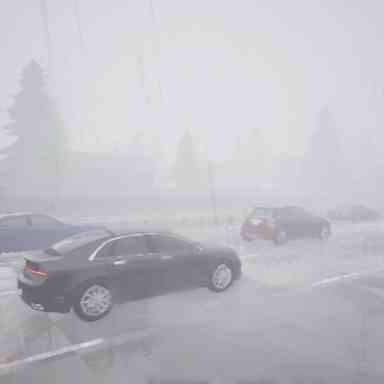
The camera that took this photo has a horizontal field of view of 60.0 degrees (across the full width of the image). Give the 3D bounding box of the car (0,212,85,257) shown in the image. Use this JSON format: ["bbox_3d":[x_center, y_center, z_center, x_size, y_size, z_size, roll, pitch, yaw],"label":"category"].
[{"bbox_3d":[-5.901,1.483,12.436,5.008,1.535,1.882,0,0,-36],"label":"car"}]

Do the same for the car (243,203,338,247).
[{"bbox_3d":[4.453,1.386,15.528,4.553,1.767,2.097,0,0,-36],"label":"car"}]

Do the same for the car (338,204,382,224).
[{"bbox_3d":[12.470,1.617,25.555,5.357,1.411,2.033,0,0,-36],"label":"car"}]

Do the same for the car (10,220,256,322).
[{"bbox_3d":[-1.052,1.515,7.298,4.892,1.490,1.837,0,0,-36],"label":"car"}]
